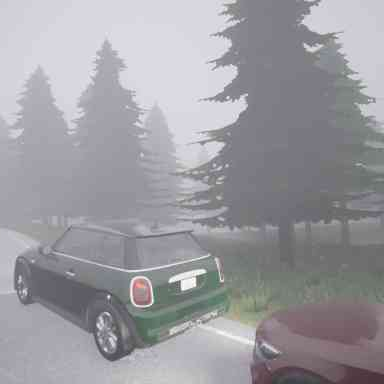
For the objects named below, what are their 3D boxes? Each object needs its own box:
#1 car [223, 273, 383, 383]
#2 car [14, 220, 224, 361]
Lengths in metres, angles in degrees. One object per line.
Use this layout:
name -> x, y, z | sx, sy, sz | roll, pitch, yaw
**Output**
car -> 2.749, 1.531, 2.595 | 4.674, 1.442, 1.812 | 1, 0, 36
car -> -1.576, 1.308, 6.221 | 4.553, 1.767, 2.097 | 1, 1, 44
